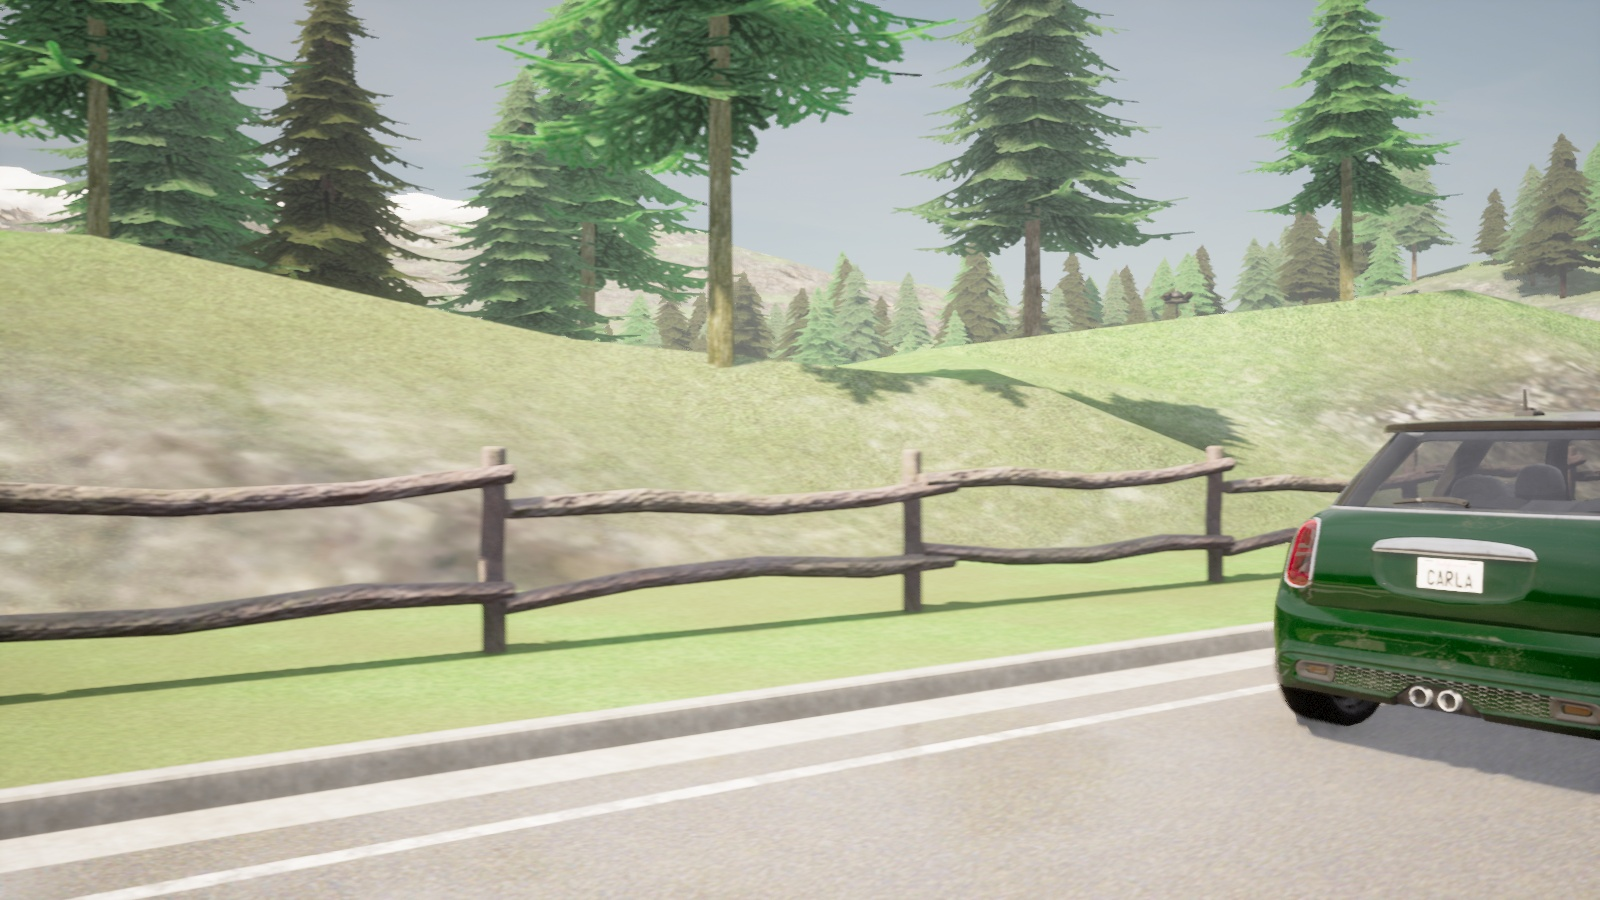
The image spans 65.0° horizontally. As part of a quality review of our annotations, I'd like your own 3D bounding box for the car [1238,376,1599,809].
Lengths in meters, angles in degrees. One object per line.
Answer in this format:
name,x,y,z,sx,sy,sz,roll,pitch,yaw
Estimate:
car,4.750,0.574,6.967,4.553,1.767,2.097,0,0,-35
